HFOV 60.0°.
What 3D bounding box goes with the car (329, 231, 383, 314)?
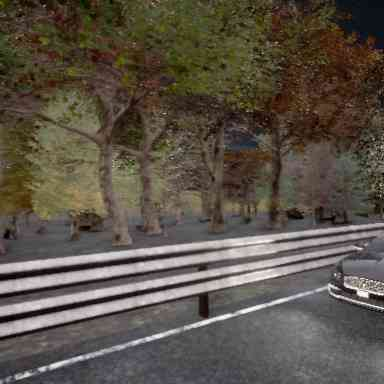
[{"bbox_3d":[4.906,1.513,7.078,4.892,1.490,1.837,1,0,-35],"label":"car"}]
